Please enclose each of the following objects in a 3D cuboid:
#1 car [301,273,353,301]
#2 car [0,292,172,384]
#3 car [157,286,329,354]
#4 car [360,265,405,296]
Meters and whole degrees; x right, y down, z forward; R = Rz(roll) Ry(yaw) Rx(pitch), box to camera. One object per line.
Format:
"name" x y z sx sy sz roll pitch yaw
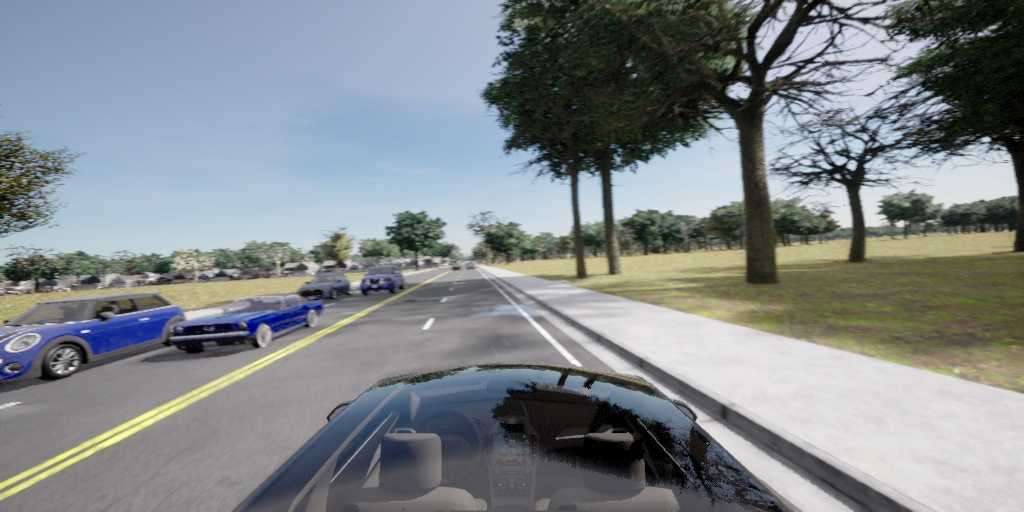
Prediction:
"car" -12.451 2.013 24.071 2.097 1.767 4.553 -3 0 -6
"car" -10.690 1.796 8.875 2.097 1.767 4.553 -3 0 -7
"car" -7.660 1.876 10.973 1.895 1.301 4.718 -3 0 -6
"car" -9.485 1.725 26.660 2.150 2.045 5.566 -3 -1 -6
